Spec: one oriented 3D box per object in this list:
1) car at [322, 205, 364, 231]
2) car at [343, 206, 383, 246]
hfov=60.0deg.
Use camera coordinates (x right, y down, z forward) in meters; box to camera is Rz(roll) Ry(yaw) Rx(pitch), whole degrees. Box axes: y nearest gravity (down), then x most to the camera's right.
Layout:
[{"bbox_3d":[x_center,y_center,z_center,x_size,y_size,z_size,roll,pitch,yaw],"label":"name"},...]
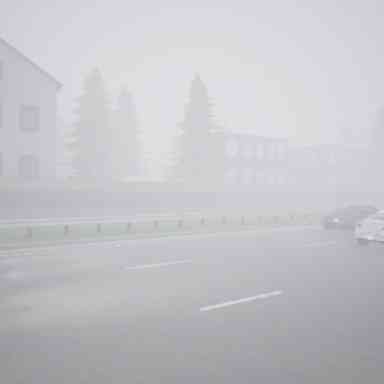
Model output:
[{"bbox_3d":[8.881,1.379,17.635,4.181,1.385,1.994,0,1,-32],"label":"car"},{"bbox_3d":[8.330,1.406,13.163,4.674,1.442,1.812,0,1,-32],"label":"car"}]
